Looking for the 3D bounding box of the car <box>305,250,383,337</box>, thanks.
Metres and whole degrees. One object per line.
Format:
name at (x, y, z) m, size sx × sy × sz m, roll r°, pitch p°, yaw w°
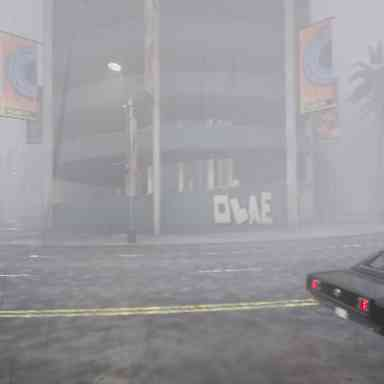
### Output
car at (4.648, 1.722, 6.026) m, size 4.718 × 1.301 × 1.895 m, roll 0°, pitch -1°, yaw -12°
